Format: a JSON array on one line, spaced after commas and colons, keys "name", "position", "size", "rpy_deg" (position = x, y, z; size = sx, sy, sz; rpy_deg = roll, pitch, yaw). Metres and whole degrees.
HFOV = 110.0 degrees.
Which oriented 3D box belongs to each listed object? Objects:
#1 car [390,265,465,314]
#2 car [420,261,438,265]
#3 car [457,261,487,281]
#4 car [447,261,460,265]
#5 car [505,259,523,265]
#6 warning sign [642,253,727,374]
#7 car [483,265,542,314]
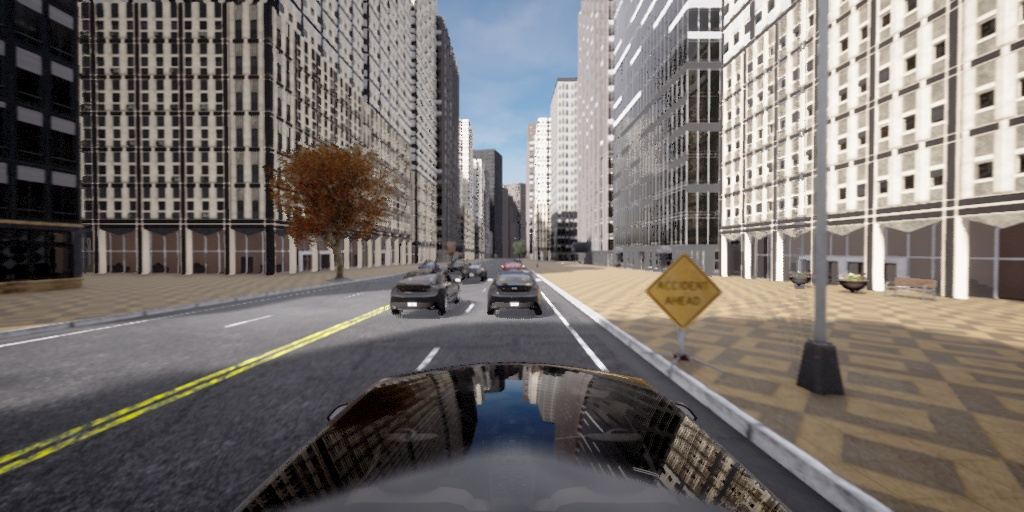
[{"name": "car", "position": [-3.164, 1.275, 13.801], "size": [1.837, 1.490, 4.892], "rpy_deg": [0, 0, 0]}, {"name": "car", "position": [-9.852, 1.339, 42.878], "size": [1.812, 1.442, 4.674], "rpy_deg": [0, 0, 0]}, {"name": "car", "position": [-3.168, 1.320, 30.434], "size": [1.812, 1.442, 4.674], "rpy_deg": [0, 0, 0]}, {"name": "car", "position": [-6.601, 1.321, 43.047], "size": [1.837, 1.490, 4.892], "rpy_deg": [0, -1, 0]}, {"name": "car", "position": [0.084, 1.274, 31.609], "size": [1.882, 1.535, 5.008], "rpy_deg": [0, 0, 0]}, {"name": "warning sign", "position": [2.848, 0.872, 6.049], "size": [1.300, 1.860, 1.060], "rpy_deg": [0, 0, 0]}, {"name": "car", "position": [0.086, 1.276, 13.876], "size": [1.837, 1.490, 4.892], "rpy_deg": [0, 0, 0]}]
